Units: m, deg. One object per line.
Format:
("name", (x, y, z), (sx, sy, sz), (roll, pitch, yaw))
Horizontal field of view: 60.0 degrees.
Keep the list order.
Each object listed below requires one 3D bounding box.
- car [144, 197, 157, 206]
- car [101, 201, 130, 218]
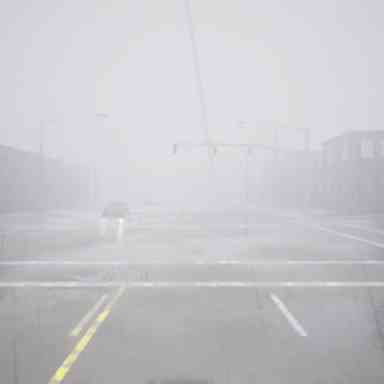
("car", (-6.924, 1.537, 55.792), (1.882, 1.535, 5.008), (0, 0, 0))
("car", (-6.958, 1.580, 30.797), (1.837, 1.490, 4.892), (0, 0, 0))
